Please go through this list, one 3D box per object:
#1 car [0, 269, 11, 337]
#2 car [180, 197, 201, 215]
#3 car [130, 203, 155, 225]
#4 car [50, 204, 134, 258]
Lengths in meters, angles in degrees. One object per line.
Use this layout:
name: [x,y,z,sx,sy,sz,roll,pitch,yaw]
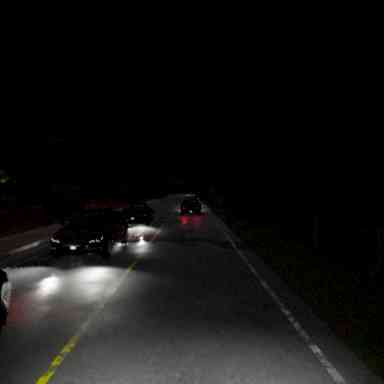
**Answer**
car: [-3.606,1.489,3.029,1.837,1.490,4.892,0,0,0]
car: [-0.098,1.416,31.334,1.895,1.301,4.718,0,0,0]
car: [-3.658,1.433,22.481,1.994,1.385,4.181,0,0,0]
car: [-3.635,1.432,12.561,1.837,1.490,4.892,0,0,0]
